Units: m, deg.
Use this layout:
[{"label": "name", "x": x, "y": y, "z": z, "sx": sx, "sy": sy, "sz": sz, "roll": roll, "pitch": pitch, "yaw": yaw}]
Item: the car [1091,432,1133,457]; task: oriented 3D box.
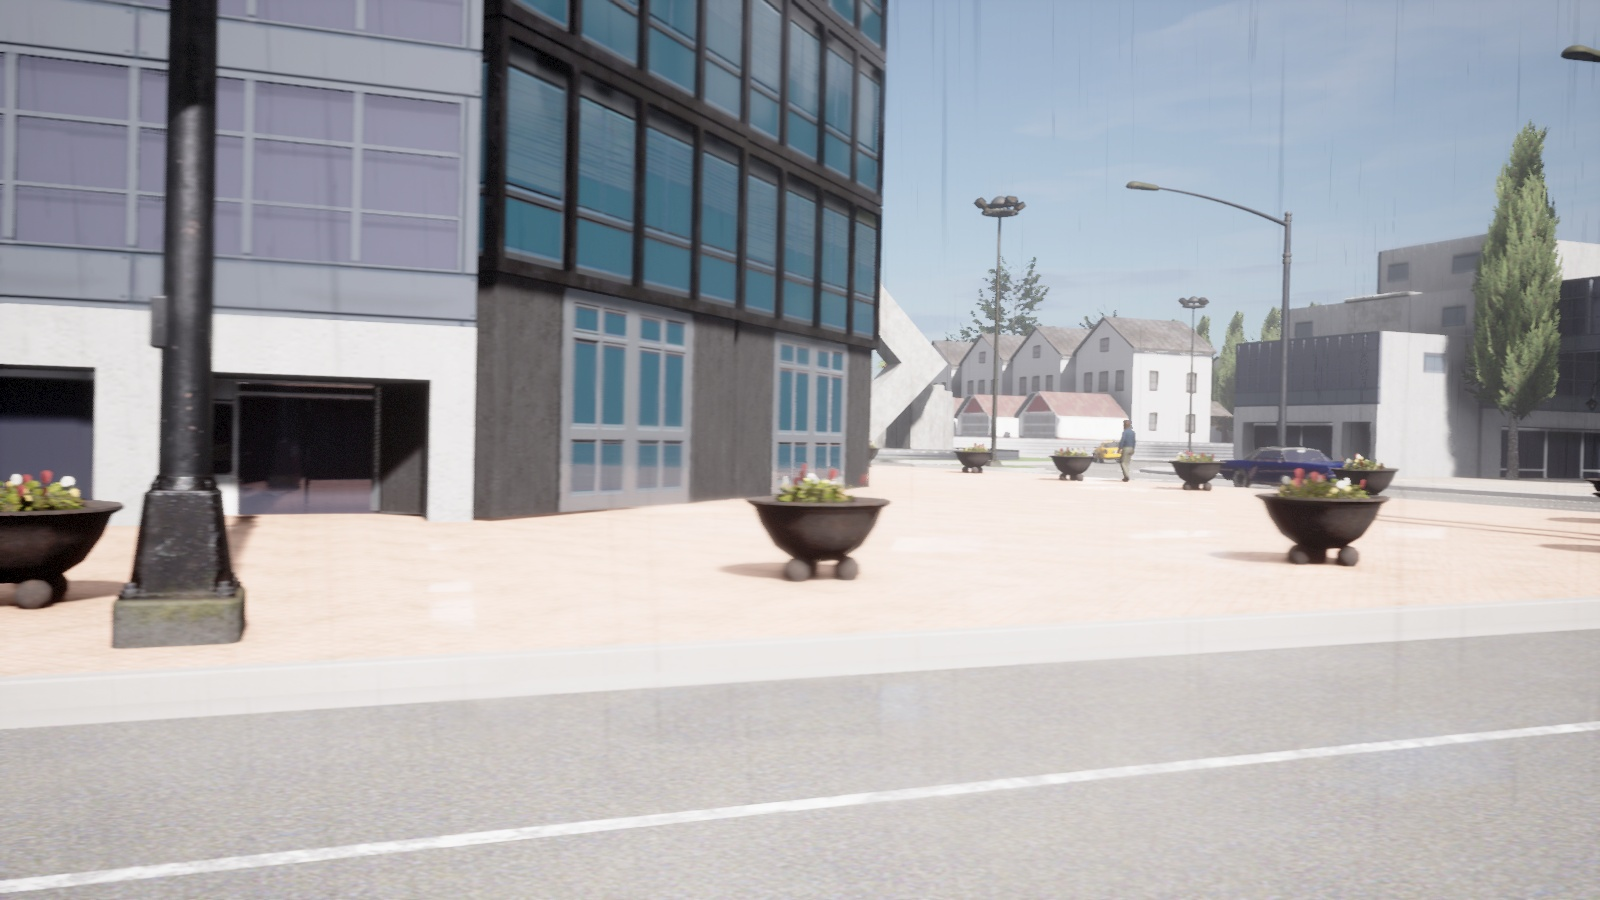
[{"label": "car", "x": 20.377, "y": -0.378, "z": 82.182, "sx": 1.801, "sy": 1.575, "sz": 5.366, "roll": 0, "pitch": 1, "yaw": 5}]

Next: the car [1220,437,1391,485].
[{"label": "car", "x": 14.490, "y": 0.271, "z": 36.305, "sx": 1.895, "sy": 1.301, "sz": 4.718, "roll": 0, "pitch": 1, "yaw": -20}]

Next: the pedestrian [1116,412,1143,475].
[{"label": "pedestrian", "x": 9.777, "y": -0.190, "z": 37.270, "sx": 0.370, "sy": 1.835, "sz": 0.726, "roll": 0, "pitch": 1, "yaw": -27}]
